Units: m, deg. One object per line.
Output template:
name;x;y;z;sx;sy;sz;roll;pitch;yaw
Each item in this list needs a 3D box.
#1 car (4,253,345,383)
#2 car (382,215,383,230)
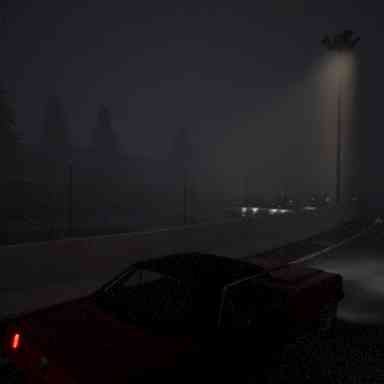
car;0.324;1.531;4.496;1.895;1.301;4.718;1;1;45
car;11.970;1.380;18.673;1.994;1.385;4.181;1;1;35
